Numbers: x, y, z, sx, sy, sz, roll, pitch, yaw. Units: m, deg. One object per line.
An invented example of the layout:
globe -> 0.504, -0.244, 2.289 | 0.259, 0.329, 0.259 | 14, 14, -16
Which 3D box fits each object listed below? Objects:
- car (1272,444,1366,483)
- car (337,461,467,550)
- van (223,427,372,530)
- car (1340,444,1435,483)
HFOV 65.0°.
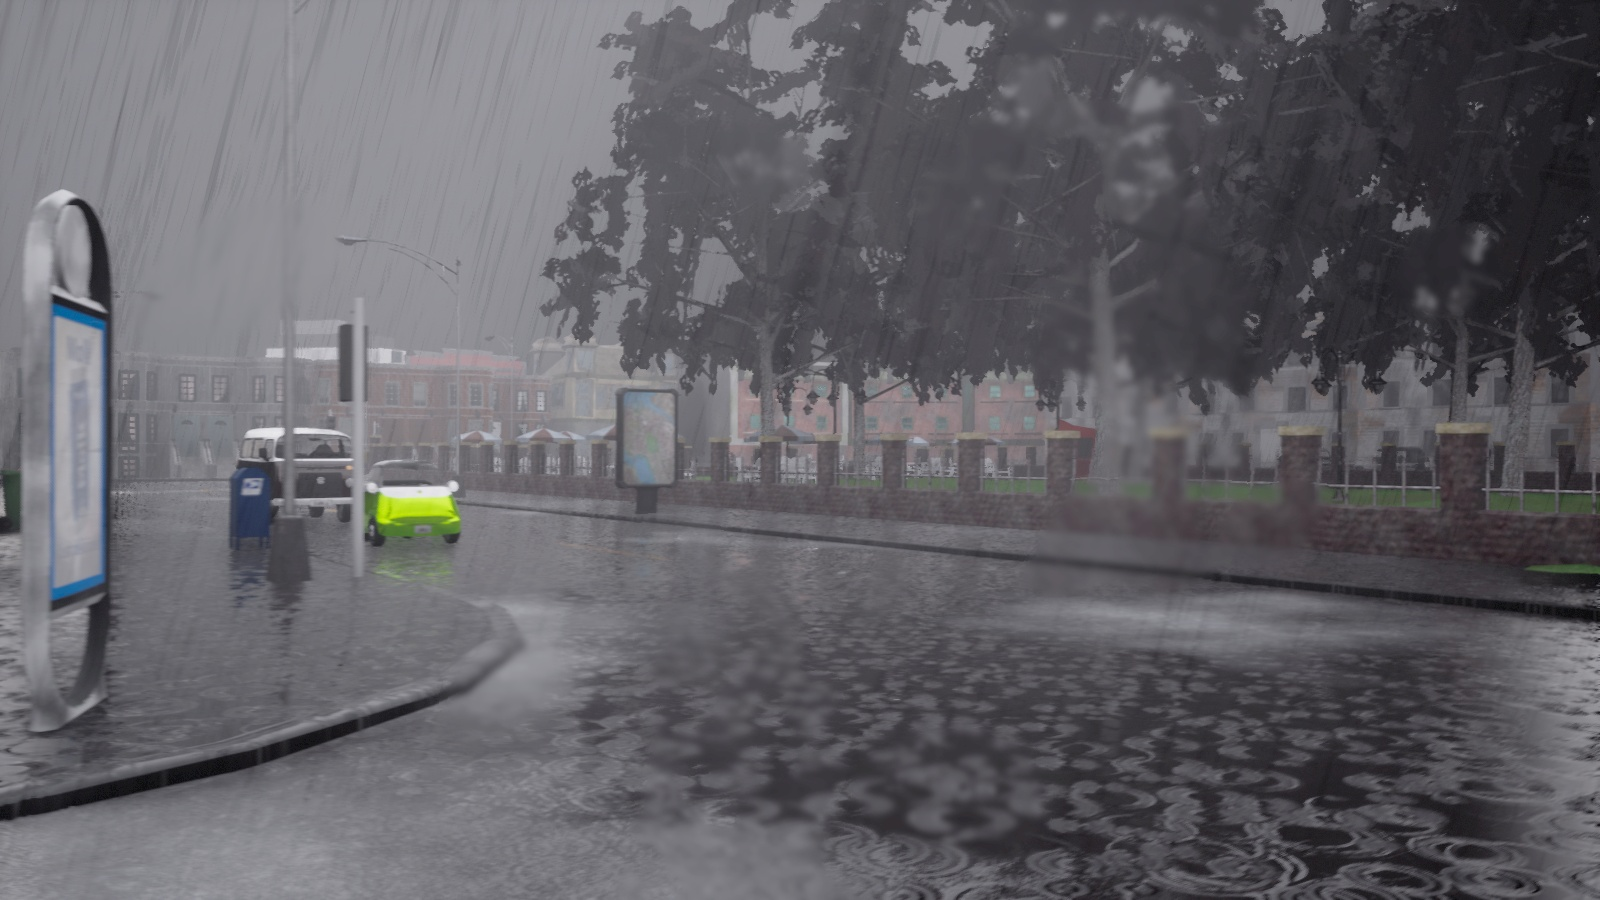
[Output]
car -> 25.327, 0.646, 61.379 | 1.905, 1.878, 3.866 | 0, 0, -34
car -> -6.626, 0.870, 20.833 | 1.481, 1.376, 2.207 | 0, -1, -34
van -> -10.933, 0.565, 27.129 | 2.069, 2.038, 4.480 | 0, 0, -34
car -> 29.292, 0.640, 62.669 | 1.905, 1.878, 3.866 | 0, 0, -34
